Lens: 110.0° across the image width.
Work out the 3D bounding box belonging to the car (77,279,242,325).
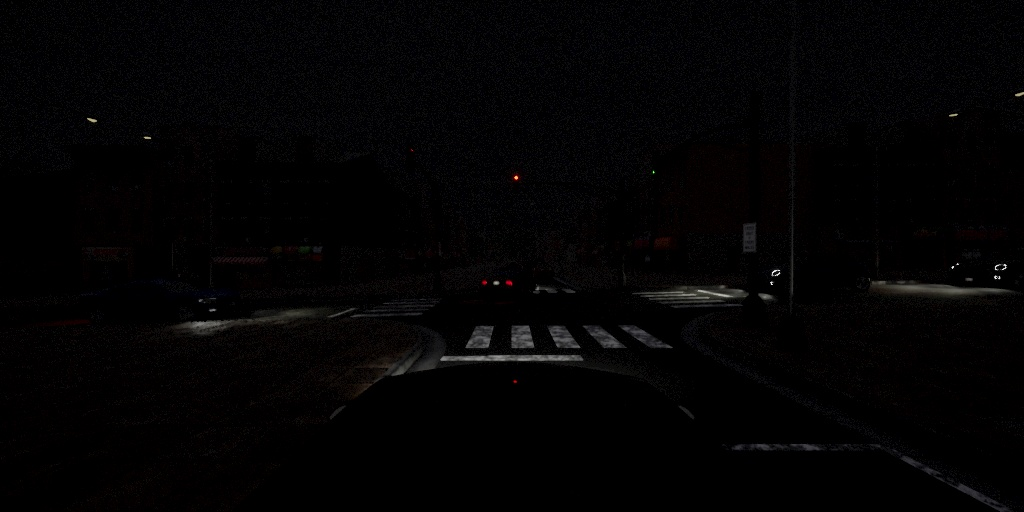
[{"bbox_3d":[-12.908,1.583,13.335,5.008,1.535,1.882,-2,0,0],"label":"car"}]

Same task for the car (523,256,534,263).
[{"bbox_3d":[2.634,1.112,38.567,2.192,1.841,5.009,0,0,0],"label":"car"}]

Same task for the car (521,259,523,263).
[{"bbox_3d":[2.634,1.126,43.970,2.192,1.841,5.009,0,0,0],"label":"car"}]

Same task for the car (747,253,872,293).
[{"bbox_3d":[13.359,0.685,16.355,4.553,1.767,2.097,-1,0,1],"label":"car"}]

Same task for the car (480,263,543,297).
[{"bbox_3d":[-0.024,1.302,19.083,2.033,1.411,5.357,0,0,17],"label":"car"}]

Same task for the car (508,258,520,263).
[{"bbox_3d":[0.094,1.398,62.696,1.812,1.442,4.674,0,0,0],"label":"car"}]

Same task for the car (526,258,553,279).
[{"bbox_3d":[2.635,1.224,33.166,1.967,1.591,4.097,0,0,0],"label":"car"}]

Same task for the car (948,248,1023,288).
[{"bbox_3d":[23.077,0.433,16.351,4.553,1.767,2.097,-1,0,0],"label":"car"}]
